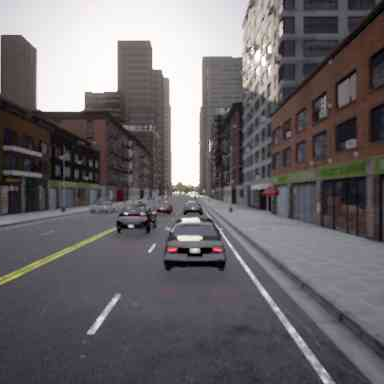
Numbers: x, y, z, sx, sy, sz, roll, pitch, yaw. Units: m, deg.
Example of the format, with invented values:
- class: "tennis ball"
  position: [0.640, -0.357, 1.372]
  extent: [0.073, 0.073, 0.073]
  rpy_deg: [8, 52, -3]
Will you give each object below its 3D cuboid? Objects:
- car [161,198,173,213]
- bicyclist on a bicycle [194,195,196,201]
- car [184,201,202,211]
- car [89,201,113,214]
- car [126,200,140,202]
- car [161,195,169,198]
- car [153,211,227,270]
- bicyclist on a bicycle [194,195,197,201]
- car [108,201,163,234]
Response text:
- class: "car"
  position: [-3.141, 1.677, 36.483]
  extent: [1.994, 1.385, 4.181]
  rpy_deg: [0, 0, 0]
- class: "bicyclist on a bicycle"
  position: [0.922, 1.745, 94.050]
  extent: [0.659, 1.776, 1.843]
  rpy_deg: [0, 0, 0]
- class: "car"
  position: [0.109, 1.677, 36.448]
  extent: [1.994, 1.385, 4.181]
  rpy_deg: [0, 0, 0]
- class: "car"
  position: [-9.836, 1.715, 36.857]
  extent: [1.895, 1.301, 4.718]
  rpy_deg: [0, 0, 0]
- class: "car"
  position: [-6.585, 1.594, 37.415]
  extent: [1.882, 1.535, 5.008]
  rpy_deg: [0, 0, 0]
- class: "car"
  position: [-6.477, 1.445, 79.435]
  extent: [1.812, 1.442, 4.674]
  rpy_deg: [0, 0, 0]
- class: "car"
  position: [0.086, 1.579, 11.169]
  extent: [2.033, 1.411, 5.357]
  rpy_deg: [0, 0, 0]
- class: "bicyclist on a bicycle"
  position: [0.914, 1.773, 85.052]
  extent: [0.866, 1.612, 1.509]
  rpy_deg: [0, 0, 0]
- class: "car"
  position: [-3.147, 1.547, 19.615]
  extent: [2.128, 1.511, 4.902]
  rpy_deg: [0, 0, 0]
